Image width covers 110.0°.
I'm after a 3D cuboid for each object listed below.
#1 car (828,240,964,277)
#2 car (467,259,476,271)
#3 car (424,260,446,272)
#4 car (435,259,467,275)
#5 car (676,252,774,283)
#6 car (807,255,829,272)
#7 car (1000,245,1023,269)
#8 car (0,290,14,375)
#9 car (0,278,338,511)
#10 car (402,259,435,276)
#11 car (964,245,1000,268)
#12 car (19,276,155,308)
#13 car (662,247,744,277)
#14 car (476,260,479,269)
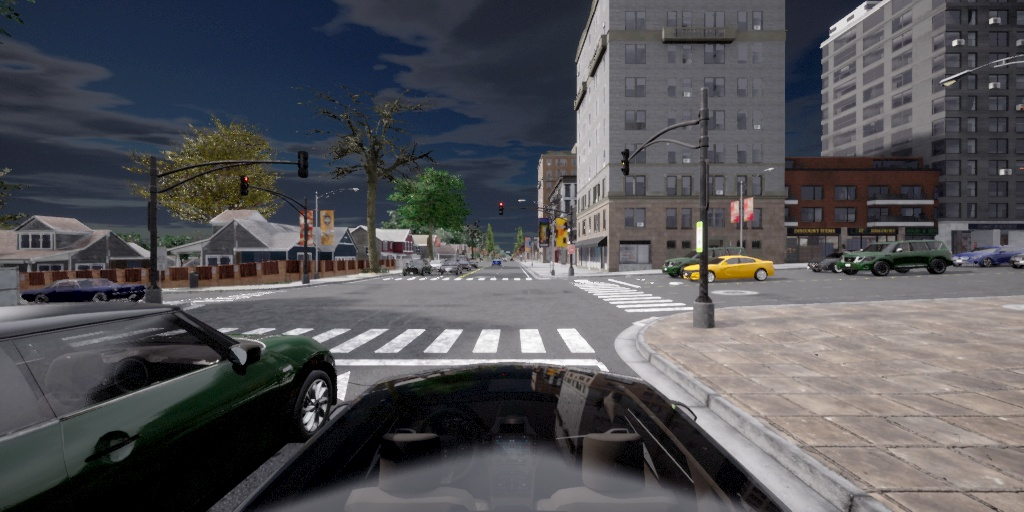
[{"bbox_3d":[23.122,0.099,21.752,5.566,2.045,2.150,-2,0,0],"label":"car"},{"bbox_3d":[-6.619,1.336,49.275,2.033,1.411,5.357,0,0,0],"label":"car"},{"bbox_3d":[-9.868,1.308,46.463,1.812,1.442,4.674,0,0,0],"label":"car"},{"bbox_3d":[-6.609,1.262,39.557,2.128,1.511,4.902,0,0,0],"label":"car"},{"bbox_3d":[13.026,0.742,21.721,5.008,1.535,1.882,-2,0,-1],"label":"car"},{"bbox_3d":[23.412,0.361,25.004,4.892,1.490,1.837,-2,0,0],"label":"car"},{"bbox_3d":[33.374,0.023,21.778,4.674,1.442,1.812,-2,0,0],"label":"car"},{"bbox_3d":[-9.702,1.297,3.549,2.033,1.411,5.357,0,0,2],"label":"car"},{"bbox_3d":[-3.151,1.102,2.490,2.097,1.767,4.553,0,0,0],"label":"car"},{"bbox_3d":[-9.860,1.121,37.480,2.097,1.767,4.553,0,0,0],"label":"car"},{"bbox_3d":[33.544,0.007,25.031,4.674,1.442,1.812,-2,0,0],"label":"car"},{"bbox_3d":[-21.623,1.806,18.381,4.718,1.301,1.895,-2,0,0],"label":"car"},{"bbox_3d":[13.445,0.459,24.970,5.566,2.045,2.150,-2,0,0],"label":"car"},{"bbox_3d":[-6.612,1.322,59.621,1.837,1.490,4.892,0,0,0],"label":"car"}]
